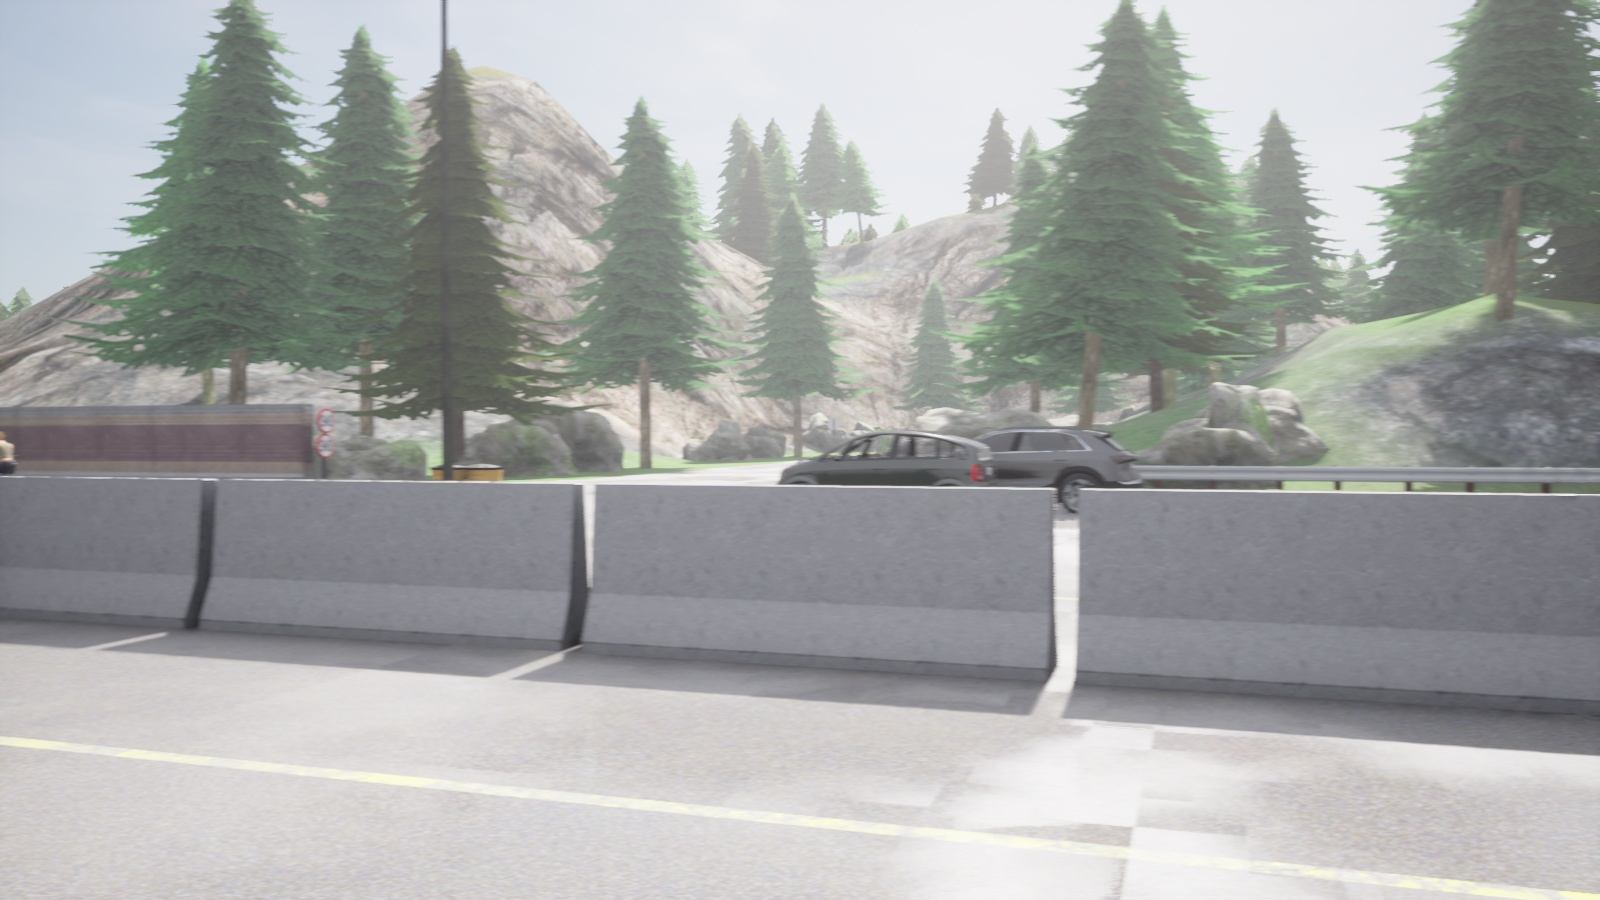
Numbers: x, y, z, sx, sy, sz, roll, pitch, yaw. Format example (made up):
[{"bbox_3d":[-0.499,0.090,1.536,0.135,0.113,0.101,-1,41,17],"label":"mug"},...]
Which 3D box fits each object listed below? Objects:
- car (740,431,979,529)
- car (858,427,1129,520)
[{"bbox_3d":[1.030,0.464,21.303,3.705,1.549,1.789,0,1,19],"label":"car"},{"bbox_3d":[3.724,0.384,24.090,4.856,1.649,2.033,1,1,19],"label":"car"}]
